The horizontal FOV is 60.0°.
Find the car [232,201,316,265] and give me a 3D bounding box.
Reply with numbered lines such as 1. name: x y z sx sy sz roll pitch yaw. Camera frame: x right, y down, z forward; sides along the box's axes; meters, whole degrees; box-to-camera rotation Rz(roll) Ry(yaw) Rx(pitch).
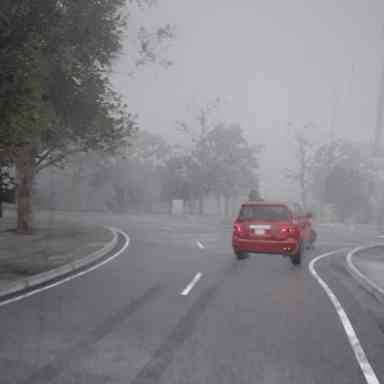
1. car: 3.232 1.357 12.608 2.150 2.045 5.566 -1 -1 25
